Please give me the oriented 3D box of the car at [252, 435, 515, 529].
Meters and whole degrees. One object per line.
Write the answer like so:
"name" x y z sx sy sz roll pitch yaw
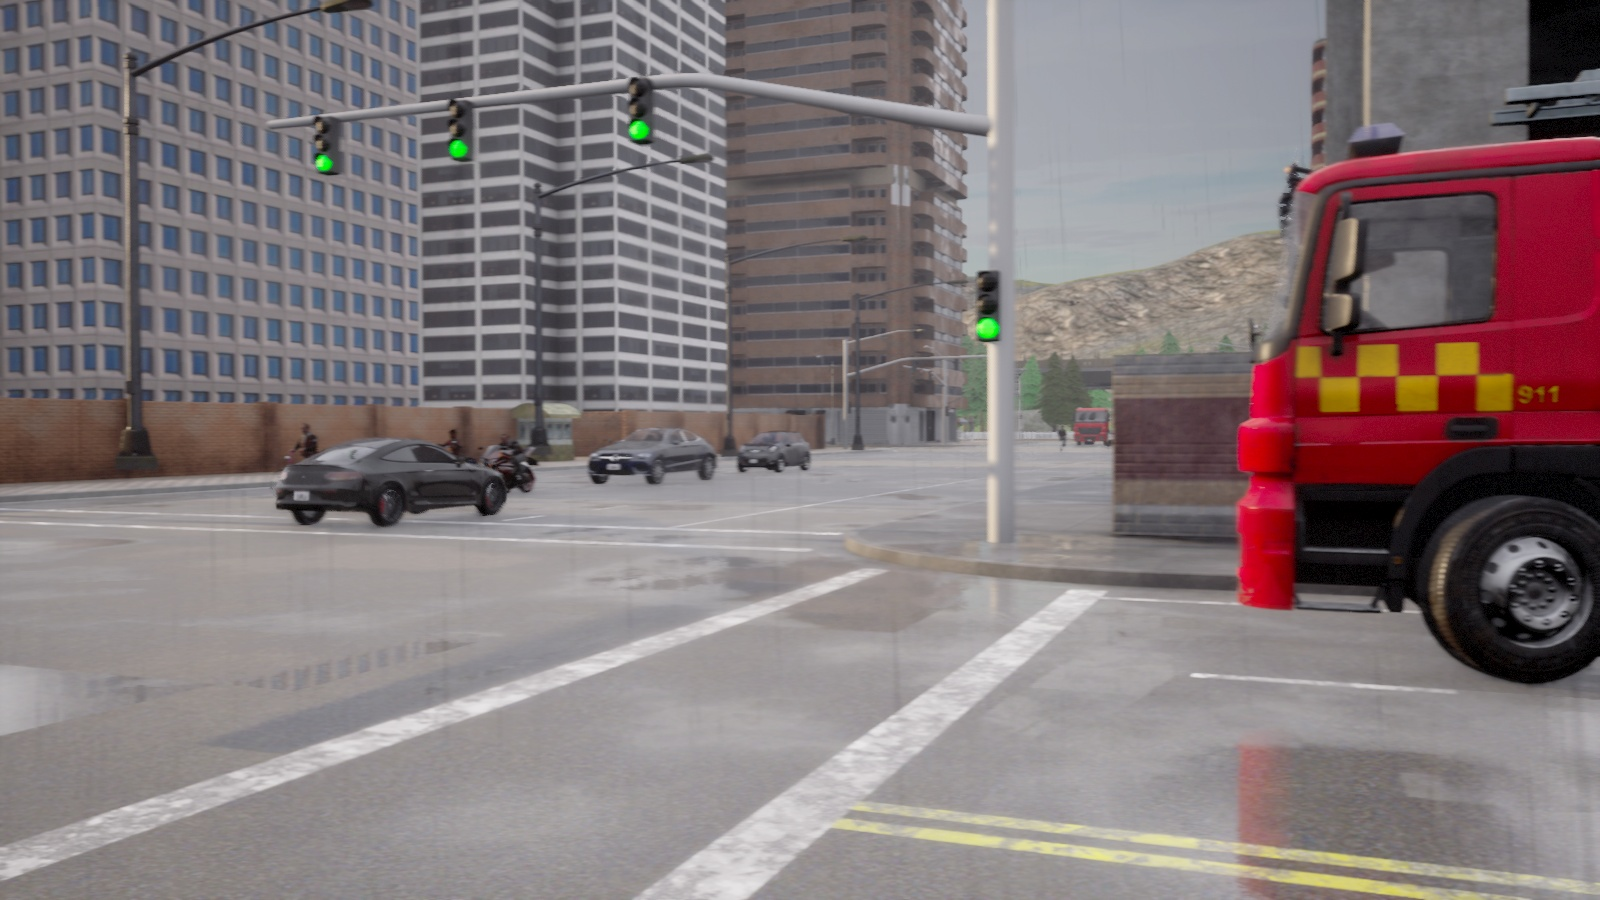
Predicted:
"car" -7.104 0.462 21.992 1.812 1.442 4.674 1 1 21

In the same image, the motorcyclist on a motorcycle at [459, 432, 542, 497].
"motorcyclist on a motorcycle" -7.337 0.323 30.894 0.866 1.530 2.191 1 1 22

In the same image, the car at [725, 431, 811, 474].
"car" -1.140 0.070 46.216 1.845 1.501 3.633 1 1 22

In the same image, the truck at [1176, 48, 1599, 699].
"truck" 6.961 -0.447 8.060 8.468 3.827 2.891 1 1 21

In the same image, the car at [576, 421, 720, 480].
"car" -4.488 -0.040 37.935 2.152 1.651 5.027 1 1 22
